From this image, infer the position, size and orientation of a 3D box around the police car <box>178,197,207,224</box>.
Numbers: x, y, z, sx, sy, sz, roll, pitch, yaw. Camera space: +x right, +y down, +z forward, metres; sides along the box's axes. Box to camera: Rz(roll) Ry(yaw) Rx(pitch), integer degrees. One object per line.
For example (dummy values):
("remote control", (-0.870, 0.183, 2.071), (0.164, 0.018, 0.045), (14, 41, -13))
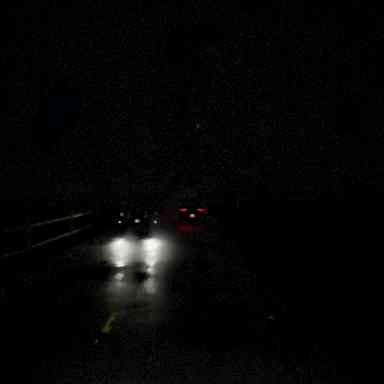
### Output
("police car", (0.037, 1.342, 23.695), (2.038, 1.542, 4.974), (0, 0, 0))

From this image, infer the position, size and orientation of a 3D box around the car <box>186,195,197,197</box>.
("car", (-0.037, 1.180, 45.730), (2.163, 1.488, 4.792), (0, 0, -1))

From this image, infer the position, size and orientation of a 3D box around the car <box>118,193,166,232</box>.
("car", (-2.765, 1.088, 19.521), (2.150, 2.045, 5.566), (0, 0, 0))
